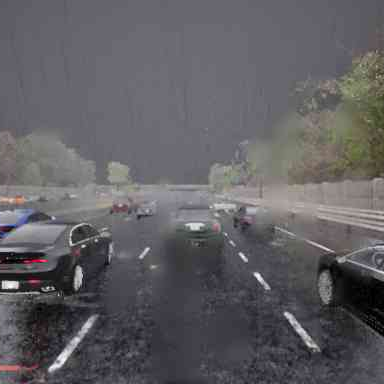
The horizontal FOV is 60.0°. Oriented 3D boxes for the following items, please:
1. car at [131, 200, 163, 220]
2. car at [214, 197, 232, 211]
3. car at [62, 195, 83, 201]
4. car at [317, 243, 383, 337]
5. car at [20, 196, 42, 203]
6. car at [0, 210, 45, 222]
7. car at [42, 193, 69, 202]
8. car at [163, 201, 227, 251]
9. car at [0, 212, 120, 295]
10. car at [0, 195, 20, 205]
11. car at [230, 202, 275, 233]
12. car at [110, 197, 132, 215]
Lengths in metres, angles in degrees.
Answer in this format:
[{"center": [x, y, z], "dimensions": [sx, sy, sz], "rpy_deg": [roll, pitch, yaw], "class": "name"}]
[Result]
[{"center": [-3.387, 1.514, 27.705], "dimensions": [2.033, 1.411, 5.357], "rpy_deg": [0, 0, 0], "class": "car"}, {"center": [3.521, 1.558, 35.988], "dimensions": [1.895, 1.301, 4.718], "rpy_deg": [0, 0, 0], "class": "car"}, {"center": [-17.552, 1.547, 50.509], "dimensions": [1.895, 1.301, 4.718], "rpy_deg": [0, 0, 0], "class": "car"}, {"center": [3.503, 1.482, 5.008], "dimensions": [2.128, 1.511, 4.902], "rpy_deg": [0, 0, 0], "class": "car"}, {"center": [-24.531, 1.422, 52.403], "dimensions": [1.882, 1.535, 5.008], "rpy_deg": [0, 0, 0], "class": "car"}, {"center": [-6.890, 1.460, 13.641], "dimensions": [1.882, 1.535, 5.008], "rpy_deg": [0, 0, 0], "class": "car"}, {"center": [-21.030, 1.166, 52.556], "dimensions": [2.150, 2.045, 5.566], "rpy_deg": [0, 0, 1], "class": "car"}, {"center": [0.108, 1.333, 14.168], "dimensions": [2.097, 1.767, 4.553], "rpy_deg": [0, 0, 0], "class": "car"}, {"center": [-3.395, 1.493, 8.661], "dimensions": [1.837, 1.490, 4.892], "rpy_deg": [0, 0, 0], "class": "car"}, {"center": [-28.029, 1.298, 51.900], "dimensions": [2.097, 1.767, 4.553], "rpy_deg": [0, 0, 0], "class": "car"}, {"center": [3.509, 1.501, 19.316], "dimensions": [1.812, 1.442, 4.674], "rpy_deg": [0, 0, 0], "class": "car"}, {"center": [-6.882, 1.313, 34.000], "dimensions": [2.097, 1.767, 4.553], "rpy_deg": [0, 0, 0], "class": "car"}]
